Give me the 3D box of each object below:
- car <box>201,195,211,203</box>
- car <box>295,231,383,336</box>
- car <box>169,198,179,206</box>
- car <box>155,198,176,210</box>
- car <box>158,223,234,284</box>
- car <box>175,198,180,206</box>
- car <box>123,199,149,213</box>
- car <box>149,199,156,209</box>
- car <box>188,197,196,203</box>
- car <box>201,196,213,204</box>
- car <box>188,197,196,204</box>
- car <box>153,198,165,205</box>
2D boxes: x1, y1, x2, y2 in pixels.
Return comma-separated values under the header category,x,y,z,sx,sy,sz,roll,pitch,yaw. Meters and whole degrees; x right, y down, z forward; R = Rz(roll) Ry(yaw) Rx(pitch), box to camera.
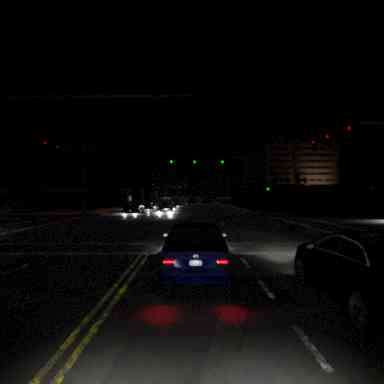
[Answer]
category,x,y,z,sx,sy,sz,roll,pitch,yaw
car,3.484,1.756,83.763,2.097,1.767,4.553,0,0,0
car,3.576,1.536,6.744,2.128,1.511,4.902,0,0,0
car,-3.534,1.921,66.075,1.837,1.490,4.892,0,0,0
car,-3.608,1.895,46.712,1.895,1.301,4.718,0,0,0
car,0.086,1.610,9.744,2.033,1.411,5.357,0,0,0
car,-3.595,1.845,56.030,2.128,1.511,4.902,0,0,0
car,-7.149,1.809,41.465,2.033,1.411,5.357,0,0,2
car,-7.103,1.827,51.107,1.837,1.490,4.892,0,0,0
car,-0.016,1.953,83.789,1.994,1.385,4.181,0,0,0
car,3.486,1.809,73.807,2.097,1.767,4.553,0,0,0
car,-0.014,1.995,73.515,2.033,1.411,5.357,0,0,0
car,-7.014,1.999,70.826,1.994,1.385,4.181,0,0,0
